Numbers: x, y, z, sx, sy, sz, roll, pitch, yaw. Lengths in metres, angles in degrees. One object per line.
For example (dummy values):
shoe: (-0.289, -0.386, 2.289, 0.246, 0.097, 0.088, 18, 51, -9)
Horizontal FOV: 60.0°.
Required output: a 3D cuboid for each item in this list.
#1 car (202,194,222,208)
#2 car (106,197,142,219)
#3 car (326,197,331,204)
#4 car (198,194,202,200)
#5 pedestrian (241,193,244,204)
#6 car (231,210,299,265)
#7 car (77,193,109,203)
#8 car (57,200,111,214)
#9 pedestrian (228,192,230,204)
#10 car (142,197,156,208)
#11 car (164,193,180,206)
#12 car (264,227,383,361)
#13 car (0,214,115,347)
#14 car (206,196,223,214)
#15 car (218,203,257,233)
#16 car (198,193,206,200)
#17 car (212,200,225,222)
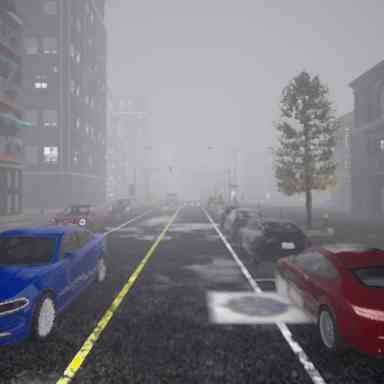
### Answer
car: (2.624, 1.175, 39.031, 2.192, 1.841, 5.009, 0, 0, 0)
car: (-5.738, 1.338, 27.938, 1.967, 1.590, 4.097, 0, 0, 0)
car: (26.050, 1.459, 59.101, 4.507, 1.381, 1.887, 0, 0, -1)
car: (2.548, 1.291, 82.522, 2.008, 1.369, 4.403, 0, 0, 0)
pedestrian: (8.044, 1.061, 52.984, 0.375, 1.860, 0.375, 0, 0, 0)
car: (2.671, 1.520, 11.335, 1.947, 1.339, 4.313, 0, 0, 0)
car: (-17.374, 1.058, 58.770, 5.009, 1.841, 2.192, 0, 0, -1)
car: (-5.719, 1.376, 16.858, 1.967, 1.590, 4.097, 0, 0, 0)
pedestrian: (6.043, 0.951, 53.580, 0.375, 1.860, 0.375, 0, 0, 0)
car: (-5.767, 1.367, 44.387, 1.752, 1.417, 4.829, 0, 0, 0)
car: (-3.088, 1.130, 51.212, 2.150, 2.045, 5.566, 0, 0, 0)
car: (2.681, 1.557, 5.795, 1.802, 1.307, 4.206, 0, 0, 0)
car: (-3.112, 1.450, 6.605, 1.882, 1.535, 5.008, 0, 0, 0)
car: (2.633, 1.403, 33.661, 1.752, 1.417, 4.829, 0, 0, 0)
car: (2.661, 1.486, 16.873, 2.008, 1.369, 4.403, 0, 0, 0)
car: (2.538, 1.171, 88.219, 1.967, 1.590, 4.097, 0, 0, 0)
car: (2.652, 1.482, 22.412, 1.947, 1.339, 4.313, 0, 0, 0)
